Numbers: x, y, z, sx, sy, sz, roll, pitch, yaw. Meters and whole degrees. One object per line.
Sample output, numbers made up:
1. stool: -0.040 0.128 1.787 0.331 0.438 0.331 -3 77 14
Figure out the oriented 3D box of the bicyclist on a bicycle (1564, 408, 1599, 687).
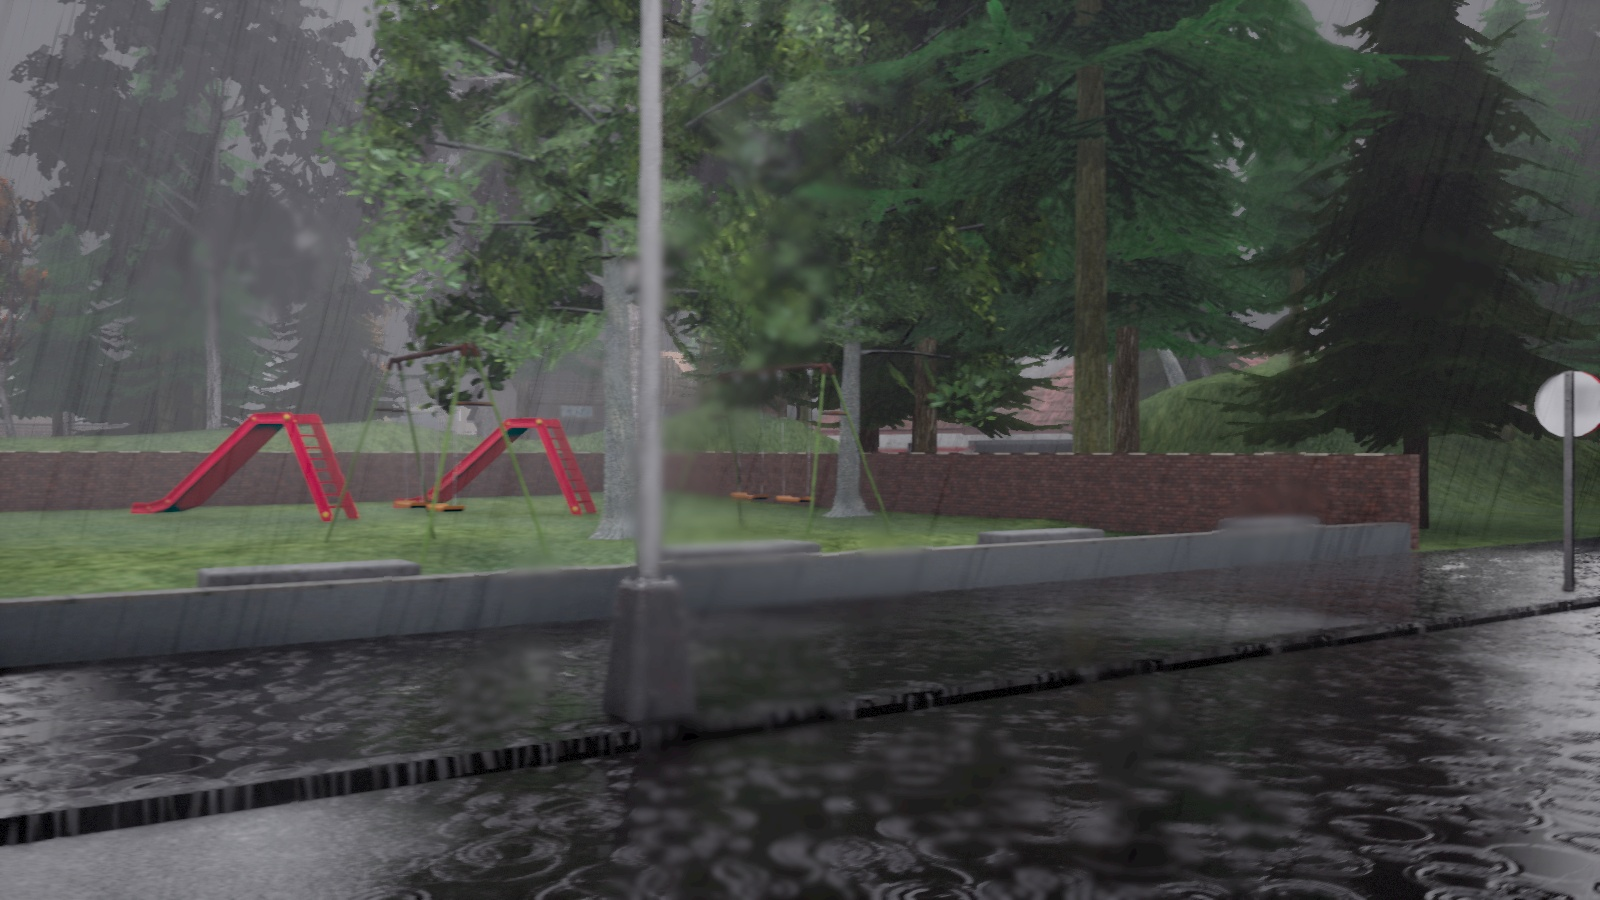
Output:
1. bicyclist on a bicycle: 5.924 0.624 8.438 1.843 1.776 0.659 0 0 -35
